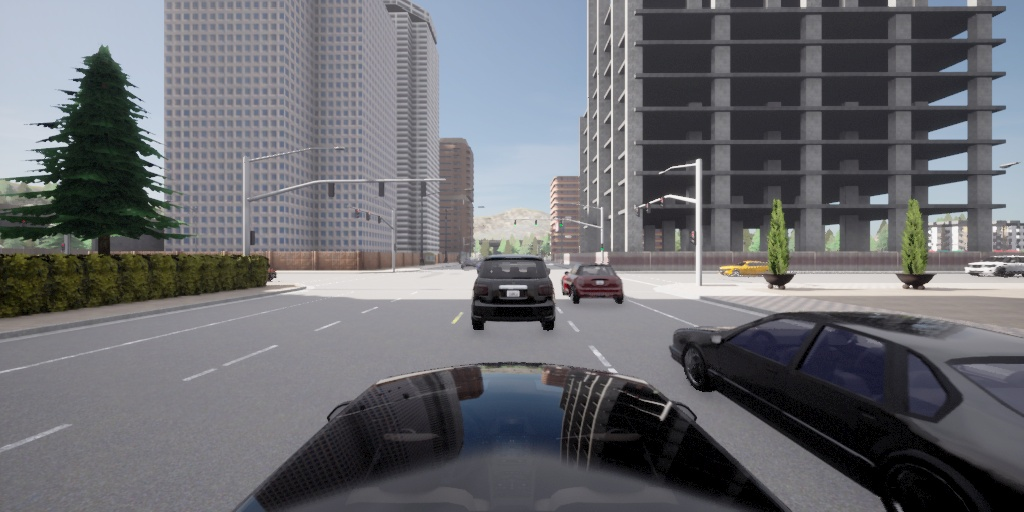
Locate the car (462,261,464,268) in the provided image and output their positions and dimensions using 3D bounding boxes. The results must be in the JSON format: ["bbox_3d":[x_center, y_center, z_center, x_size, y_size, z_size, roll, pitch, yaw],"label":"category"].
[{"bbox_3d":[-7.080,1.313,59.422,1.994,1.385,4.181,0,0,1],"label":"car"}]

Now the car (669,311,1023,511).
[{"bbox_3d":[3.600,1.298,3.665,2.033,1.411,5.357,0,0,0],"label":"car"}]

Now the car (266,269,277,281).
[{"bbox_3d":[-20.680,1.228,27.347,5.008,1.535,1.882,0,0,0],"label":"car"}]

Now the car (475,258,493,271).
[{"bbox_3d":[-3.799,1.102,50.081,2.097,1.767,4.553,0,0,1],"label":"car"}]

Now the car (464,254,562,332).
[{"bbox_3d":[0.049,0.972,11.058,2.150,2.045,5.566,0,0,0],"label":"car"}]

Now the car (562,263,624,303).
[{"bbox_3d":[3.564,1.101,16.655,2.097,1.767,4.553,0,0,0],"label":"car"}]

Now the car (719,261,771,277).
[{"bbox_3d":[22.527,1.227,34.287,5.008,1.535,1.882,0,0,0],"label":"car"}]

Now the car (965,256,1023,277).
[{"bbox_3d":[46.925,0.974,34.097,5.566,2.045,2.150,0,0,1],"label":"car"}]
